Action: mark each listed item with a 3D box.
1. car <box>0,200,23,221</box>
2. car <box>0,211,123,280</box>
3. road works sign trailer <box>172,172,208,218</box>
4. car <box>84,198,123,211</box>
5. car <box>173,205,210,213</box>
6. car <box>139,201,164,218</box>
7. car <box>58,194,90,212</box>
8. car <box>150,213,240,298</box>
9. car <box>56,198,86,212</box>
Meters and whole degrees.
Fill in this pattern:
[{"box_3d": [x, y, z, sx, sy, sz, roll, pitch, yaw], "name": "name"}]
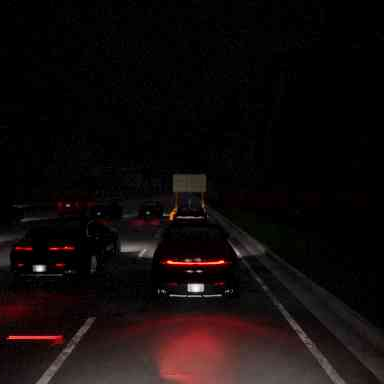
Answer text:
[{"box_3d": [-14.061, 1.352, 23.751, 2.097, 1.767, 4.553, 0, 0, 0], "name": "car"}, {"box_3d": [-3.455, 1.502, 9.935, 1.837, 1.490, 4.892, 0, -1, 0], "name": "car"}, {"box_3d": [-0.171, 0.464, 22.763, 2.380, 3.560, 2.880, 0, 0, -3], "name": "road works sign trailer"}, {"box_3d": [-7.097, 1.477, 27.772, 1.882, 1.535, 5.008, 0, 0, 0], "name": "car"}, {"box_3d": [-0.050, 1.488, 18.893, 2.128, 1.511, 4.902, 0, 0, 1], "name": "car"}, {"box_3d": [-3.596, 1.525, 29.637, 1.812, 1.442, 4.674, 0, 0, 0], "name": "car"}, {"box_3d": [-10.624, 1.224, 31.098, 2.150, 2.045, 5.566, 0, 0, -1], "name": "car"}, {"box_3d": [0.053, 1.505, 8.506, 1.837, 1.490, 4.892, 0, 0, 0], "name": "car"}, {"box_3d": [-14.192, 1.503, 39.391, 1.837, 1.490, 4.892, 0, 0, 0], "name": "car"}]
